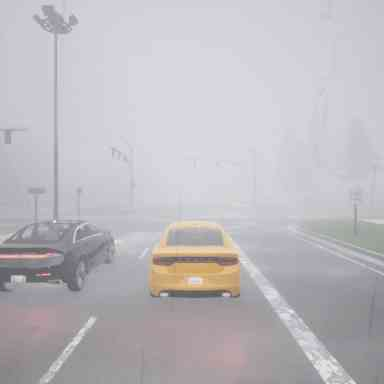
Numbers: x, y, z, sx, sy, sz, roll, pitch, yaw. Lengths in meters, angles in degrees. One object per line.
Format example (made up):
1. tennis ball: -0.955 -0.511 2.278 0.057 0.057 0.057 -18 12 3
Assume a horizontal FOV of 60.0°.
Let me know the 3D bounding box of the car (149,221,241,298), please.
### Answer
1. car: 0.072 1.478 8.578 1.882 1.535 5.008 0 0 0

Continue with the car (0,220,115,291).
1. car: -3.420 1.492 8.962 2.128 1.511 4.902 0 0 0
